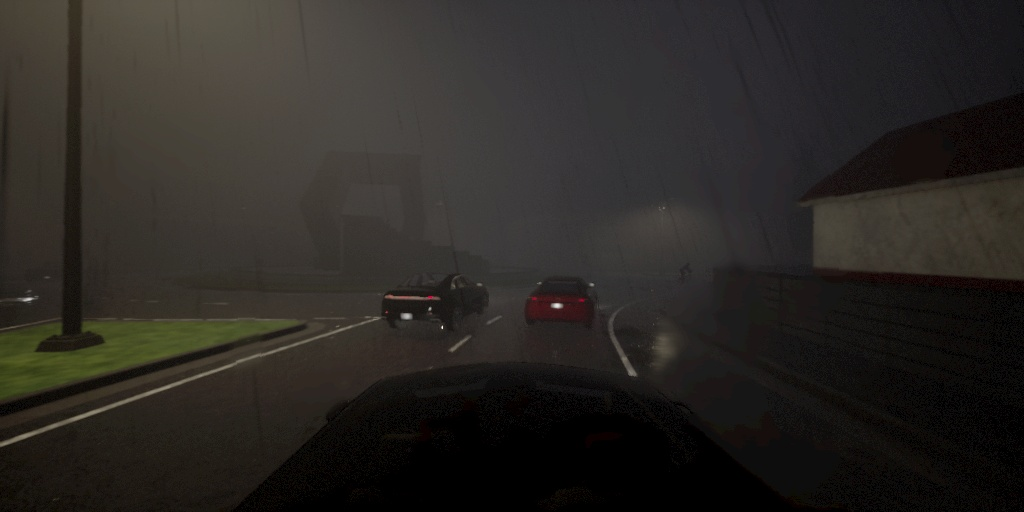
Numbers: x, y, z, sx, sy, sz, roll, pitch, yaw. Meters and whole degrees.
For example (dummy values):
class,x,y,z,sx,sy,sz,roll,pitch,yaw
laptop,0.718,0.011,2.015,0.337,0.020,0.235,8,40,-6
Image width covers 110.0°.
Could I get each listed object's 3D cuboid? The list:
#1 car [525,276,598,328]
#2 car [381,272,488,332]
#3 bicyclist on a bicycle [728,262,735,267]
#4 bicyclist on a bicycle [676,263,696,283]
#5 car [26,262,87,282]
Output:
class,x,y,z,sx,sy,sz,roll,pitch,yaw
car,1.729,1.340,11.767,1.994,1.385,4.181,0,0,14
car,-2.063,1.229,10.905,2.128,1.511,4.902,0,0,10
bicyclist on a bicycle,15.386,1.231,25.147,1.656,1.620,0.582,1,0,-28
bicyclist on a bicycle,13.826,1.367,28.479,1.656,1.620,0.582,1,0,0
car,-31.299,1.053,24.745,1.895,1.301,4.718,1,0,-40
